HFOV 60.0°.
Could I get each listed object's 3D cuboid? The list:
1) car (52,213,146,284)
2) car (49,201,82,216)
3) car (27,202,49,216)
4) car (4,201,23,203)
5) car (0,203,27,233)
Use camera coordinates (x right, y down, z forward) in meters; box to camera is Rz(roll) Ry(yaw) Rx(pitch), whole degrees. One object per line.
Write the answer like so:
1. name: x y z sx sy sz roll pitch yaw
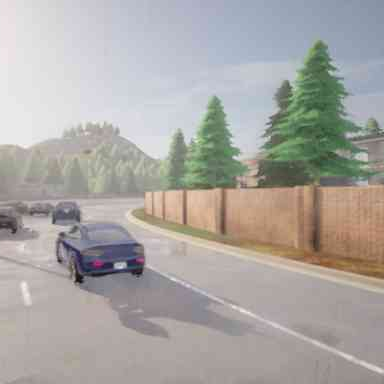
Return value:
1. car: -2.851 1.598 9.938 1.812 1.442 4.674 0 -1 -30
2. car: -10.240 1.539 27.519 2.097 1.767 4.553 0 -1 -17
3. car: -15.859 1.776 35.550 2.033 1.411 5.357 0 -1 -11
4. car: -19.520 1.726 36.601 1.837 1.490 4.892 0 -1 -11
5. car: -11.425 1.623 20.114 1.837 1.490 4.892 0 -1 -22
